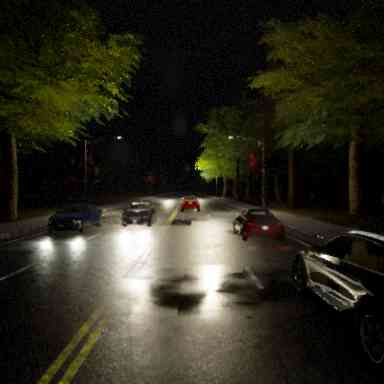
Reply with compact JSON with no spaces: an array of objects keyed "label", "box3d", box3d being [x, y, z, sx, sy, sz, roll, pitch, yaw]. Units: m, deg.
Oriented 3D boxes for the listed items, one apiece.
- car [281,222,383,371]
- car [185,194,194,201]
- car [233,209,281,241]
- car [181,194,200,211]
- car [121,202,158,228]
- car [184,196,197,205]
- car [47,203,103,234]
[{"label":"car","box3d":[3.246,1.424,5.654,2.033,1.649,4.856,0,0,0]},{"label":"car","box3d":[-0.552,1.177,73.500,2.033,1.411,5.357,0,0,-1]},{"label":"car","box3d":[3.219,1.539,16.665,1.994,1.385,4.181,0,0,0]},{"label":"car","box3d":[-0.179,1.245,39.029,2.097,1.767,4.553,0,1,0]},{"label":"car","box3d":[-3.402,1.455,22.198,2.128,1.511,4.902,0,0,0]},{"label":"car","box3d":[-0.208,1.331,54.410,2.033,1.411,5.357,0,0,-1]},{"label":"car","box3d":[-6.641,1.447,19.365,1.882,1.535,5.008,0,0,0]}]
